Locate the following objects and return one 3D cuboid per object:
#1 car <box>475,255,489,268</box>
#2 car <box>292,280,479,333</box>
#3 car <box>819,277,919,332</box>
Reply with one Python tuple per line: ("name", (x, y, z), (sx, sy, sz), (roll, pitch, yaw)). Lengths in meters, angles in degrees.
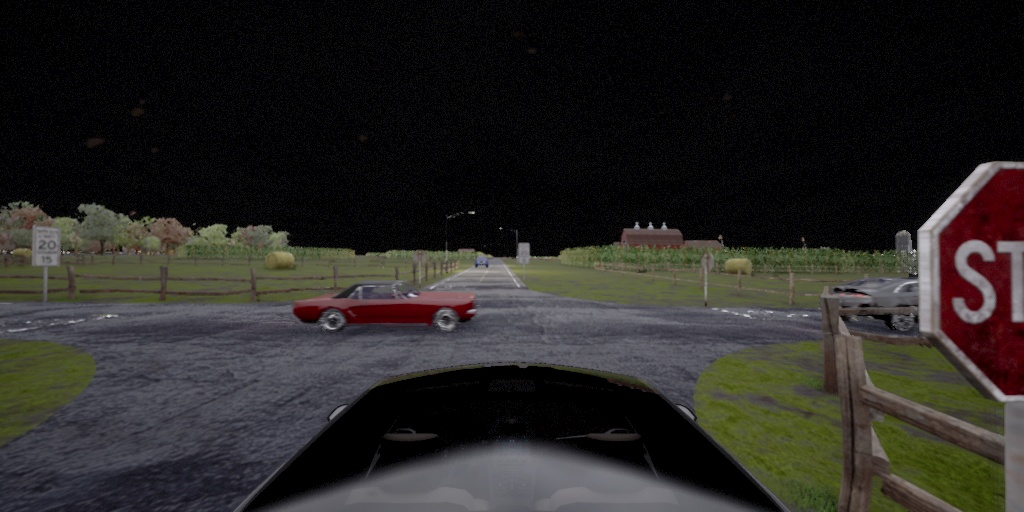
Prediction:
("car", (-5.193, 0.932, 62.048), (2.150, 2.045, 5.566), (0, 0, -2))
("car", (-3.302, 1.352, 10.140), (4.718, 1.301, 1.895), (0, 0, -3))
("car", (12.215, 1.410, 10.939), (4.902, 1.511, 2.128), (1, -1, -3))
